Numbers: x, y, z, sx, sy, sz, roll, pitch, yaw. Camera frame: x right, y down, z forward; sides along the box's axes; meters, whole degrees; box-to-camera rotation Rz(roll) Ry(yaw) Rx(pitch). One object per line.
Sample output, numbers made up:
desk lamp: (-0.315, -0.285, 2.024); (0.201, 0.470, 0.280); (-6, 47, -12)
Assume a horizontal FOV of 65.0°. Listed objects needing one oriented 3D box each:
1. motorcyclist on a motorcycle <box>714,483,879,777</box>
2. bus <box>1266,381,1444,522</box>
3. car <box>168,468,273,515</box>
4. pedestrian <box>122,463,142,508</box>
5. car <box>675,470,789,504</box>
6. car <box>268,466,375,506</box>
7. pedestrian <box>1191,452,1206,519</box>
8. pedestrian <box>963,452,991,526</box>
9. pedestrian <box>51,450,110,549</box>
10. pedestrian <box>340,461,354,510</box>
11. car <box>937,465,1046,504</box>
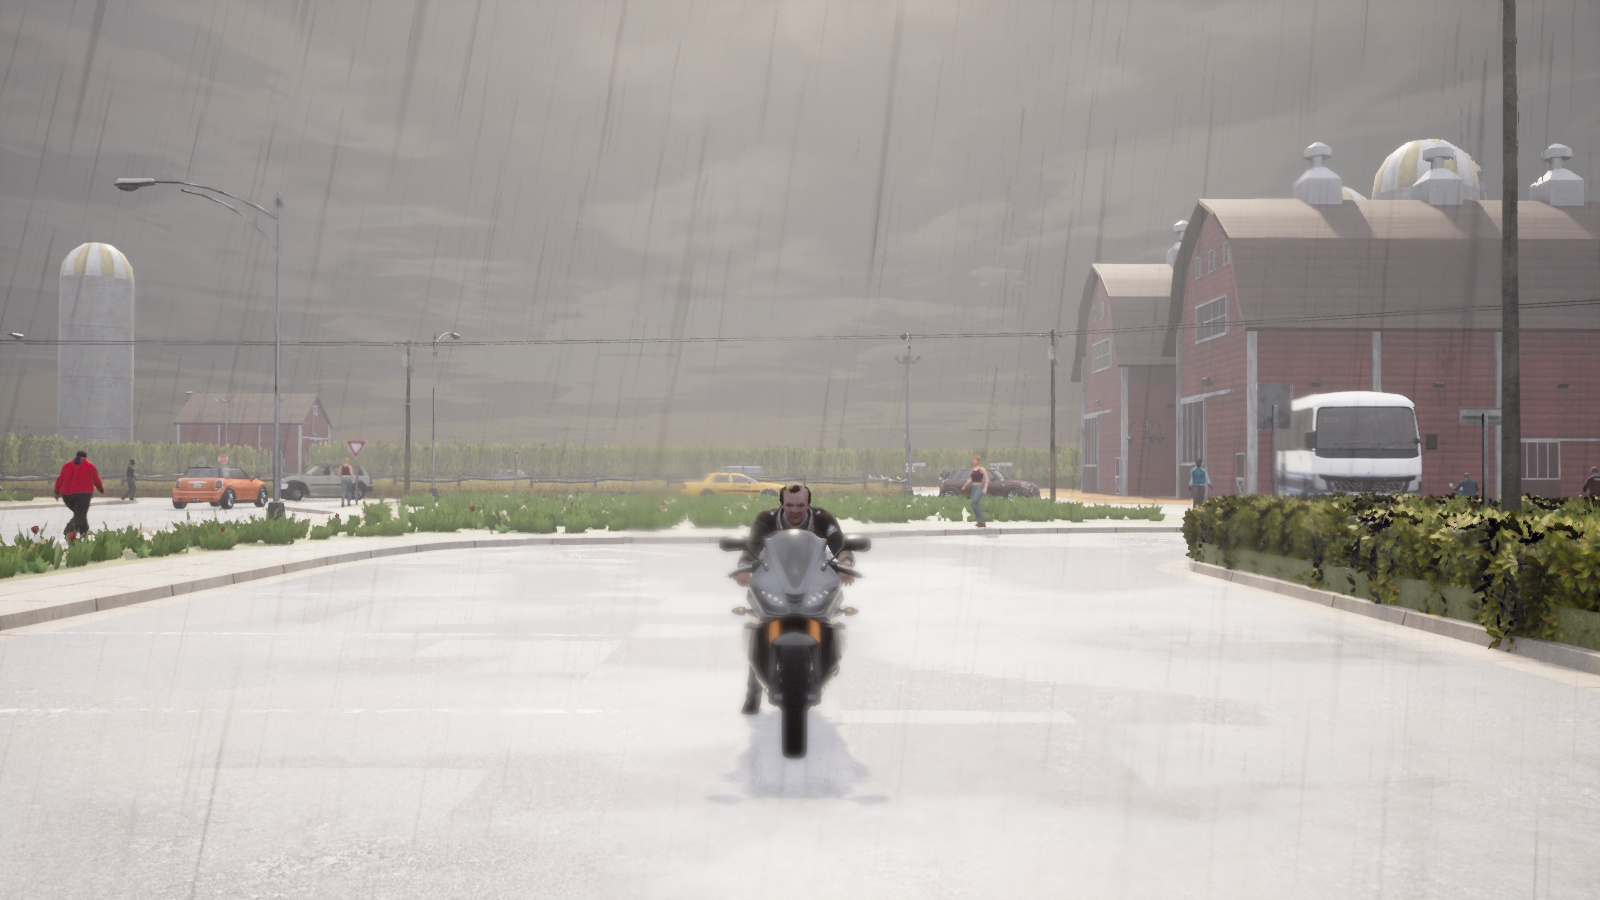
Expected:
motorcyclist on a motorcycle: (-0.023, 0.979, 7.742); (0.866, 1.530, 2.191); (0, -1, 0)
bus: (18.789, 0.047, 43.409); (3.944, 4.253, 10.273); (0, 0, 14)
car: (-22.878, 1.599, 49.820); (2.097, 1.767, 4.553); (0, -1, -1)
pedestrian: (-29.095, 1.538, 54.702); (0.666, 1.930, 0.402); (0, -1, -16)
car: (-3.219, 1.778, 60.367); (5.366, 1.575, 1.801); (0, -1, 0)
car: (-23.503, 1.759, 61.728); (4.605, 1.855, 1.932); (0, -2, -34)
pedestrian: (11.741, 1.043, 37.014); (0.396, 1.930, 0.692); (-1, -1, 17)
pedestrian: (4.433, 0.979, 31.446); (0.594, 1.836, 0.345); (0, -1, -29)
pedestrian: (-13.630, 0.923, 23.807); (0.634, 1.844, 0.899); (0, -1, -3)
pedestrian: (-16.876, 1.321, 46.802); (0.345, 1.836, 0.594); (0, -1, -7)
car: (8.877, 1.589, 58.289); (4.553, 1.767, 2.097); (-1, -1, 26)
